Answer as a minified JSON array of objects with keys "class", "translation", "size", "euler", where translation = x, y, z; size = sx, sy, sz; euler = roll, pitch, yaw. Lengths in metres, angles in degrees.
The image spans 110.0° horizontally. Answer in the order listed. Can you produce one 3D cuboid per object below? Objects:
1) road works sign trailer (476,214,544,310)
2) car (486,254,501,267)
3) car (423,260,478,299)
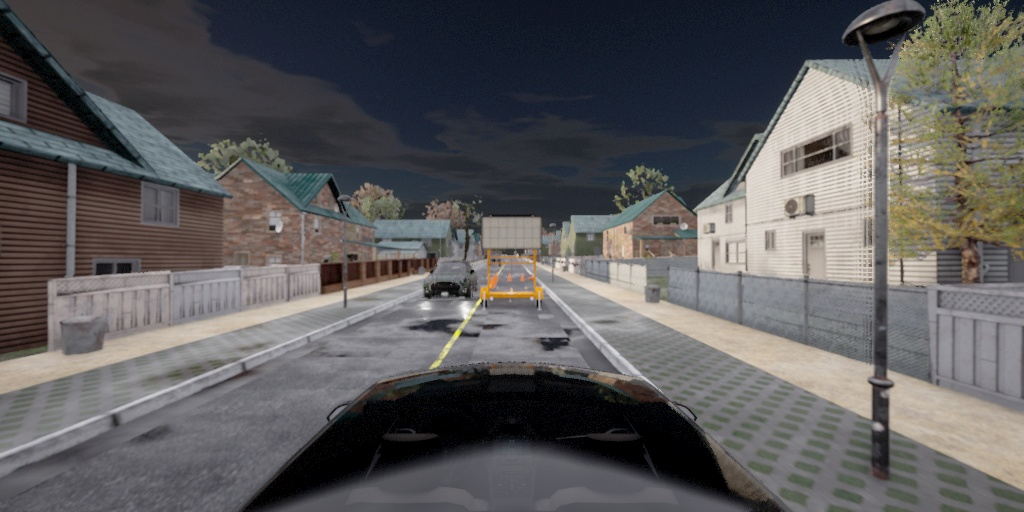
[{"class":"road works sign trailer","translation":[-0.011,0.154,14.254],"size":[2.380,3.560,2.880],"euler":[0,0,0]},{"class":"car","translation":[-2.871,0.684,58.112],"size":[2.150,2.045,5.566],"euler":[0,0,0]},{"class":"car","translation":[-2.863,1.026,17.558],"size":[2.097,1.767,4.553],"euler":[0,0,0]}]
